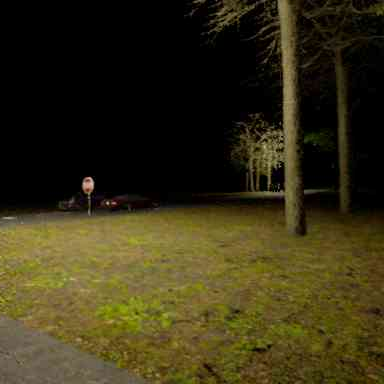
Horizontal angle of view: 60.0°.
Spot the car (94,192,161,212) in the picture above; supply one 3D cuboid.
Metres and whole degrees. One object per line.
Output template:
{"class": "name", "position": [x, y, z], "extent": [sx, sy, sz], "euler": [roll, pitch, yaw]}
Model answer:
{"class": "car", "position": [-4.852, 0.837, 26.739], "extent": [2.033, 1.411, 5.357], "euler": [-2, 0, 35]}

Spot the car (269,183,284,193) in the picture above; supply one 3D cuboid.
{"class": "car", "position": [19.148, -0.864, 74.107], "extent": [2.150, 2.045, 5.566], "euler": [-2, 1, 34]}

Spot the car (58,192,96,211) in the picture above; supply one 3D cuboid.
{"class": "car", "position": [-10.215, 0.814, 31.282], "extent": [2.097, 1.767, 4.553], "euler": [-2, -1, 34]}

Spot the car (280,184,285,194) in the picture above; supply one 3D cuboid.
{"class": "car", "position": [18.314, -0.293, 61.740], "extent": [1.895, 1.301, 4.718], "euler": [-2, 1, 28]}
